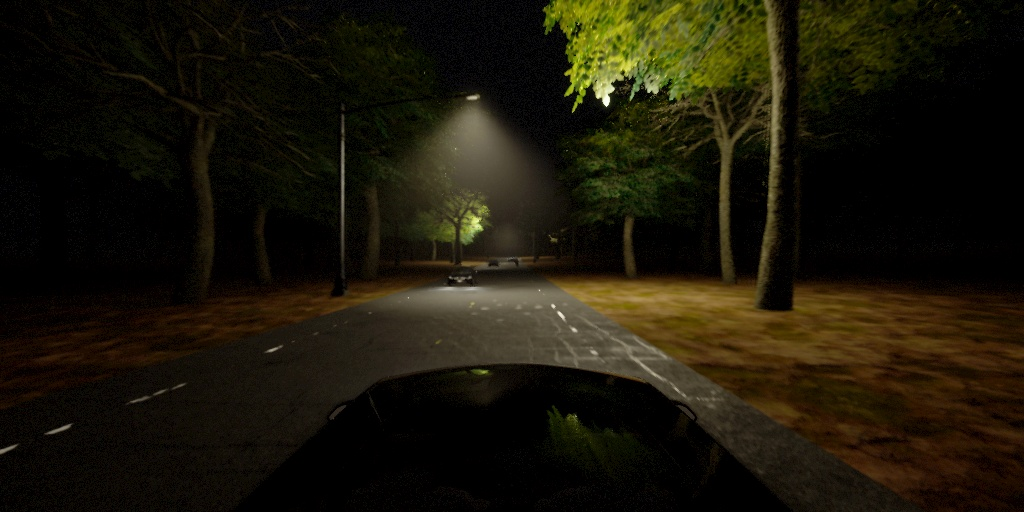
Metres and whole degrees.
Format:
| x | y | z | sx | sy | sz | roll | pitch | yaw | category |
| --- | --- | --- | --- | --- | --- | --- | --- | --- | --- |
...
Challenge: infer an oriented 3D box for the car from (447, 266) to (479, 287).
| x | y | z | sx | sy | sz | roll | pitch | yaw | category |
| --- | --- | --- | --- | --- | --- | --- | --- | --- | --- |
| -3.597 | 1.456 | 26.956 | 1.812 | 1.442 | 4.674 | 0 | 0 | 0 | car |
